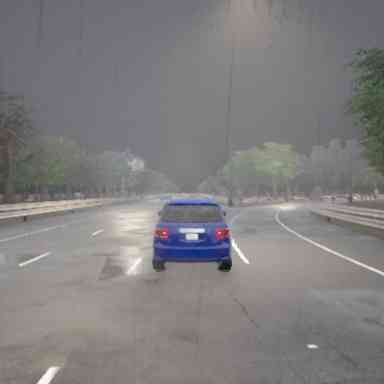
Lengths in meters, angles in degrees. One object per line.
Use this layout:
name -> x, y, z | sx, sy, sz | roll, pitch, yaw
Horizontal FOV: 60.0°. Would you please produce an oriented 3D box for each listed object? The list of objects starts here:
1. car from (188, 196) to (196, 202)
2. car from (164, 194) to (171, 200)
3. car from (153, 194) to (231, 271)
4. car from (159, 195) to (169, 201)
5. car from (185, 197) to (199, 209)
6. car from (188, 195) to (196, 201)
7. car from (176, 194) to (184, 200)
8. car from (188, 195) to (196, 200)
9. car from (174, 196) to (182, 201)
car -> -0.001, 1.615, 82.257 | 1.994, 1.385, 4.181 | 0, 0, 0
car -> -7.000, 1.447, 94.848 | 1.812, 1.442, 4.674 | 0, 0, 0
car -> 0.000, 1.221, 11.064 | 2.150, 2.045, 5.566 | 0, 0, 0
car -> -7.000, 1.584, 84.426 | 2.128, 1.511, 4.902 | 0, 0, 0
car -> 0.000, 1.504, 46.968 | 1.837, 1.490, 4.892 | 0, 0, 0
car -> 0.000, 1.606, 86.091 | 2.033, 1.411, 5.357 | 0, 0, 0
car -> -3.501, 1.448, 94.849 | 2.128, 1.511, 4.902 | 0, 0, 0
car -> -0.001, 1.494, 95.264 | 1.994, 1.385, 4.181 | 0, 0, 0
car -> -3.500, 1.656, 84.872 | 1.895, 1.301, 4.718 | 0, 0, 0
